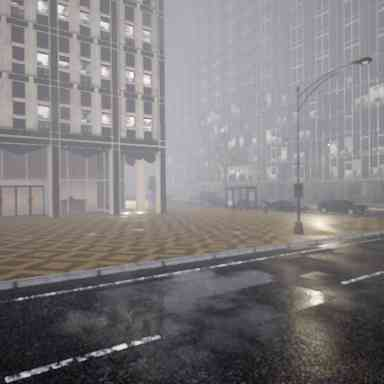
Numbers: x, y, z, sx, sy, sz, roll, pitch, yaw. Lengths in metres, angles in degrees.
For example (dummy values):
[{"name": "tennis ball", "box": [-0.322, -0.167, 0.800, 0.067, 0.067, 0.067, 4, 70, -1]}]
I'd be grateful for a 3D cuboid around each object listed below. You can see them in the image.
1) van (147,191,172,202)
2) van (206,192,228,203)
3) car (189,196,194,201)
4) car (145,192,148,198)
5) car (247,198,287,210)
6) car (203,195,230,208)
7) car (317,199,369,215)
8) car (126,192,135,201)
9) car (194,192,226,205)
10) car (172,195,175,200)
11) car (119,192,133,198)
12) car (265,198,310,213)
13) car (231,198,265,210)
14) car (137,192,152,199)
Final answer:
[{"name": "van", "box": [-5.752, 1.013, 58.321, 1.690, 1.788, 3.998, 0, 1, -34]}, {"name": "van", "box": [4.373, 0.952, 58.368, 1.690, 1.788, 3.998, 0, 1, -34]}, {"name": "car", "box": [1.161, 1.140, 63.059, 1.802, 1.307, 4.206, 0, 1, -34]}, {"name": "car", "box": [-8.476, 0.713, 77.123, 2.192, 1.841, 5.009, 0, 1, -34]}, {"name": "car", "box": [9.203, 1.444, 41.066, 1.895, 1.301, 4.718, -1, 1, -34]}, {"name": "car", "box": [3.840, 1.394, 44.229, 1.947, 1.339, 4.313, 0, 1, -34]}, {"name": "car", "box": [14.810, 1.438, 32.860, 1.837, 1.490, 4.892, -1, 1, -34]}, {"name": "car", "box": [-12.178, 1.116, 67.701, 2.008, 1.369, 4.403, 0, 1, -34]}, {"name": "car", "box": [3.189, 0.969, 49.846, 2.150, 2.045, 5.566, -1, 1, -35]}, {"name": "car", "box": [-5.264, 1.034, 72.437, 1.802, 1.307, 4.206, 0, 1, -34]}, {"name": "car", "box": [-18.114, 0.788, 91.190, 2.008, 1.369, 4.403, 0, 1, -34]}, {"name": "car", "box": [10.203, 1.497, 34.808, 1.947, 1.339, 4.313, 0, 1, -34]}, {"name": "car", "box": [7.004, 1.462, 39.508, 1.802, 1.307, 4.206, 0, 1, -34]}, {"name": "car", "box": [-11.689, 0.785, 81.812, 1.967, 1.590, 4.097, 0, 1, -34]}]
